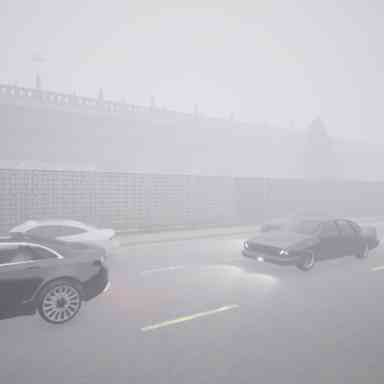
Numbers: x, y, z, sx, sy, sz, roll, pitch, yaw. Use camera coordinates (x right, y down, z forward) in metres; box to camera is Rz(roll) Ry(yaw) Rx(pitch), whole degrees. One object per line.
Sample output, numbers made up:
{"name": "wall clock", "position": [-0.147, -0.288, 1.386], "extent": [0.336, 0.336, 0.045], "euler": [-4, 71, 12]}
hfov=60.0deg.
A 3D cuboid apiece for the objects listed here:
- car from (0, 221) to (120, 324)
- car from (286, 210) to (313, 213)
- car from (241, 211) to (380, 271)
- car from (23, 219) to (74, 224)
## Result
{"name": "car", "position": [-3.865, 1.492, 5.567], "extent": [4.902, 1.511, 2.128], "euler": [0, 0, -35]}
{"name": "car", "position": [5.260, 1.562, 16.121], "extent": [4.181, 1.385, 1.994], "euler": [0, 0, -35]}
{"name": "car", "position": [4.155, 1.547, 11.105], "extent": [5.357, 1.411, 2.033], "euler": [0, 0, -35]}
{"name": "car", "position": [-4.381, 1.525, 9.455], "extent": [4.674, 1.442, 1.812], "euler": [0, 0, -35]}
